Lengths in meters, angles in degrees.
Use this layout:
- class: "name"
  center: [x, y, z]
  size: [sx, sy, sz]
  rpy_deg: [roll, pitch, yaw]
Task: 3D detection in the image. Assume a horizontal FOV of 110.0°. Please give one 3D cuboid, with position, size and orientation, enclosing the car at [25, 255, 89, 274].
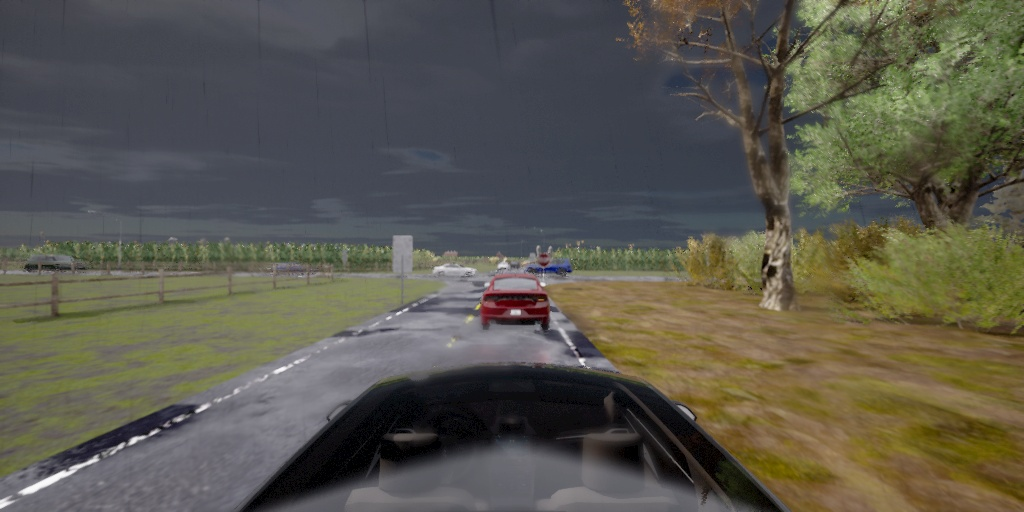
- class: "car"
  center: [-50.766, 0.907, 40.075]
  size: [5.566, 2.045, 2.150]
  rpy_deg: [0, -1, 4]

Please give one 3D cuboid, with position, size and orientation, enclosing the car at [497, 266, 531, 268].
- class: "car"
  center: [0.102, 1.511, 22.291]
  size: [1.895, 1.301, 4.718]
  rpy_deg: [0, 0, 1]

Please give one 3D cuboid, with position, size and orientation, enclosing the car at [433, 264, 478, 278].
- class: "car"
  center: [-5.916, 1.520, 37.744]
  size: [4.674, 1.442, 1.812]
  rpy_deg: [0, -1, 4]

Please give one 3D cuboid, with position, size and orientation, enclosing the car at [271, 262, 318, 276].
- class: "car"
  center: [-23.422, 1.404, 38.683]
  size: [4.674, 1.442, 1.812]
  rpy_deg: [0, -1, 3]

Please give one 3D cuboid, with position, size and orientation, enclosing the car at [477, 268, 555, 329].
- class: "car"
  center: [0.101, 1.304, 11.604]
  size: [1.882, 1.535, 5.008]
  rpy_deg: [0, 0, 0]

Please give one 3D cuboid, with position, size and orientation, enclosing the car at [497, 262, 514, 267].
- class: "car"
  center: [-1.330, 1.748, 60.157]
  size: [1.812, 1.442, 4.674]
  rpy_deg: [0, 0, 6]

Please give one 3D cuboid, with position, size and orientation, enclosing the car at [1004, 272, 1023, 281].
- class: "car"
  center: [48.571, 1.838, 32.598]
  size: [5.357, 1.411, 2.033]
  rpy_deg: [0, -1, 8]

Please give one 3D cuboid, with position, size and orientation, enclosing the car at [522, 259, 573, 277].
- class: "car"
  center: [4.081, 1.315, 40.770]
  size: [5.566, 2.045, 2.150]
  rpy_deg: [0, -1, 4]

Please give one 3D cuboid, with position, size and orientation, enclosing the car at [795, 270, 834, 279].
- class: "car"
  center: [31.662, 1.846, 38.256]
  size: [4.718, 1.301, 1.895]
  rpy_deg: [0, -1, 6]
